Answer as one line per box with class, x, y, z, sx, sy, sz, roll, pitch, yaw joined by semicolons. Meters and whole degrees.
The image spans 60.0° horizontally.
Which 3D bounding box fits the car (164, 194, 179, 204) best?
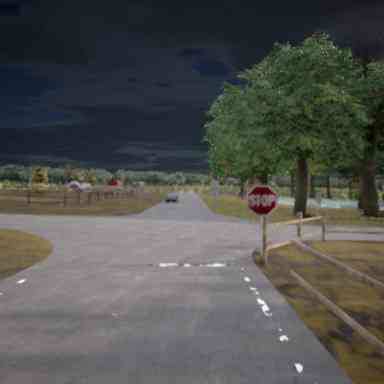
car;-2.762;0.936;46.634;2.033;1.411;5.357;0;1;0
